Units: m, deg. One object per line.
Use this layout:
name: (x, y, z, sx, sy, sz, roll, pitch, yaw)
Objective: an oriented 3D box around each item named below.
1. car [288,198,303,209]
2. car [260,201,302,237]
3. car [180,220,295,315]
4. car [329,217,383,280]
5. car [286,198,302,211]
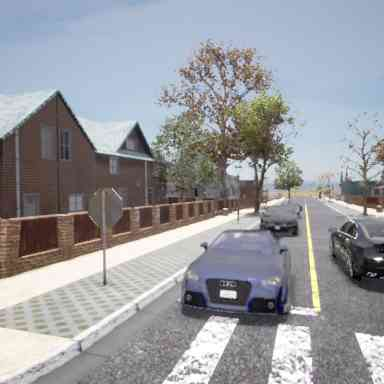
car: (8.951, 1.540, 30.360, 2.033, 1.411, 5.357, 0, 0, 19)
car: (4.950, 1.479, 18.543, 1.882, 1.535, 5.008, 0, 0, 19)
car: (1.219, 1.571, 7.615, 1.994, 1.385, 4.181, 0, 0, 18)
car: (5.273, 1.500, 9.653, 1.837, 1.490, 4.892, -1, 0, 14)
car: (12.777, 1.510, 41.521, 1.812, 1.442, 4.674, 0, 0, 19)
